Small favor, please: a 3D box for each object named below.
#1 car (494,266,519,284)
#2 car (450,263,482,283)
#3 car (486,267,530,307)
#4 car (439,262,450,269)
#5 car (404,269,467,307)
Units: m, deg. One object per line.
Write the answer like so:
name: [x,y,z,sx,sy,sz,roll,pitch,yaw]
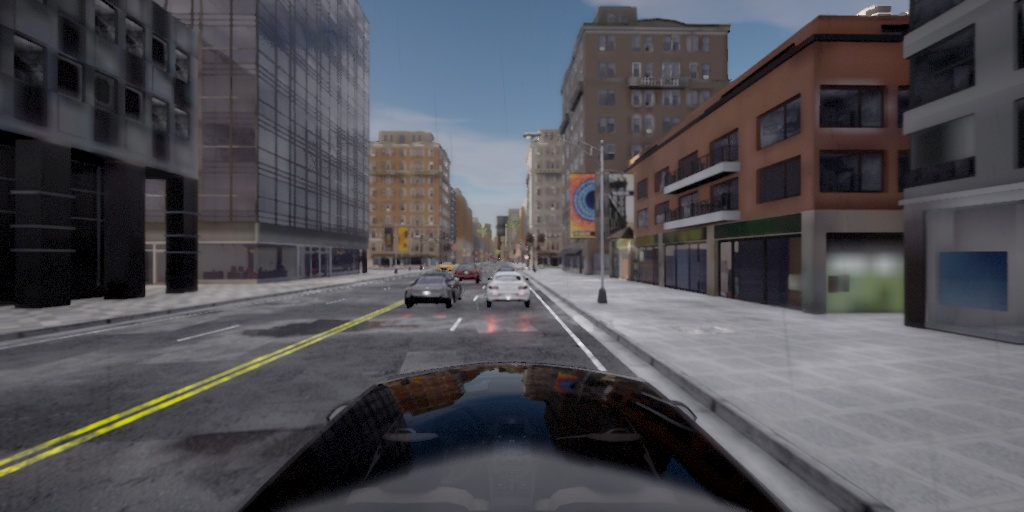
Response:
car: [-0.478,1.602,31.331,1.994,1.385,4.181,0,-1,-1]
car: [-3.725,1.387,31.030,2.097,1.767,4.553,0,-1,-1]
car: [-0.178,1.417,16.395,1.812,1.442,4.674,0,0,-1]
car: [-10.799,1.795,59.073,1.882,1.535,5.008,0,-1,-1]
car: [-3.427,1.457,16.273,1.994,1.385,4.181,0,-1,-1]
